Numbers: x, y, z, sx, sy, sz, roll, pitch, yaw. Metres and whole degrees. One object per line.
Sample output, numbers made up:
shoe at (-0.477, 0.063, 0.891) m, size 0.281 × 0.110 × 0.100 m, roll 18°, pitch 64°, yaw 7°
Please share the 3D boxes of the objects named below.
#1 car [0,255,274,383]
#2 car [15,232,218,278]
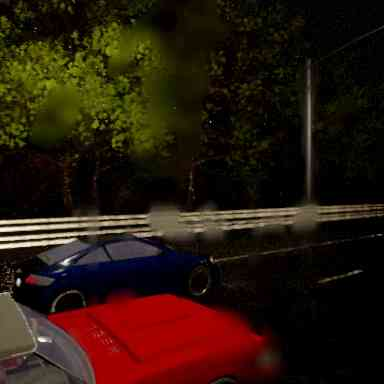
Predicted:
car at (-1.536, 1.601, 2.659) m, size 4.718 × 1.301 × 1.895 m, roll 0°, pitch 0°, yaw -36°
car at (-1.425, 1.566, 7.046) m, size 4.181 × 1.385 × 1.994 m, roll 0°, pitch 0°, yaw -36°
